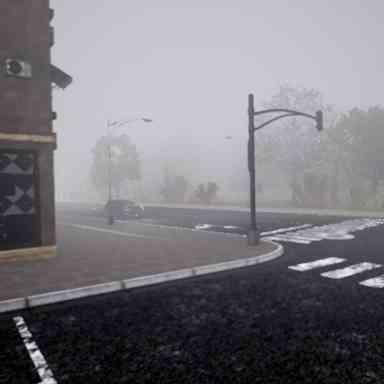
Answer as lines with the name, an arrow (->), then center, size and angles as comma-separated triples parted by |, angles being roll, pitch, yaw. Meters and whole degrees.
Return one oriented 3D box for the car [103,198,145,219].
car -> -6.198, 1.424, 30.066 | 2.097, 1.767, 4.553 | -2, 1, -42
